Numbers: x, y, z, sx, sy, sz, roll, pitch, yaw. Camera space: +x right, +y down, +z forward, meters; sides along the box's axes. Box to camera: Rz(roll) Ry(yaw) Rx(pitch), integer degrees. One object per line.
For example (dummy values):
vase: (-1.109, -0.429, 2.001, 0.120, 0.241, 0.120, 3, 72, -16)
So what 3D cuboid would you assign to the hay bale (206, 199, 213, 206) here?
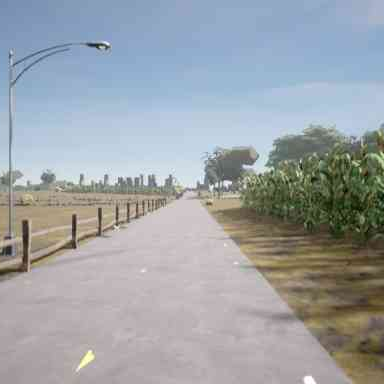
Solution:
hay bale: (3.114, 1.831, 59.952, 1.220, 1.180, 1.240, -1, -1, 0)
